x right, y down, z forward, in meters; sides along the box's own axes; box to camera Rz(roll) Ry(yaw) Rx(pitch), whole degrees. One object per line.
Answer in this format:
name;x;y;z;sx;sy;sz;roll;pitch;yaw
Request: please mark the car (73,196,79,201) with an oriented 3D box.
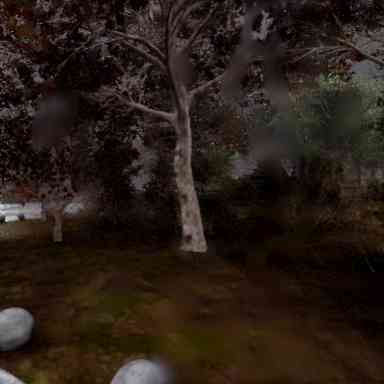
car;-20.275;1.037;61.167;1.946;1.575;5.366;-1;3;32
